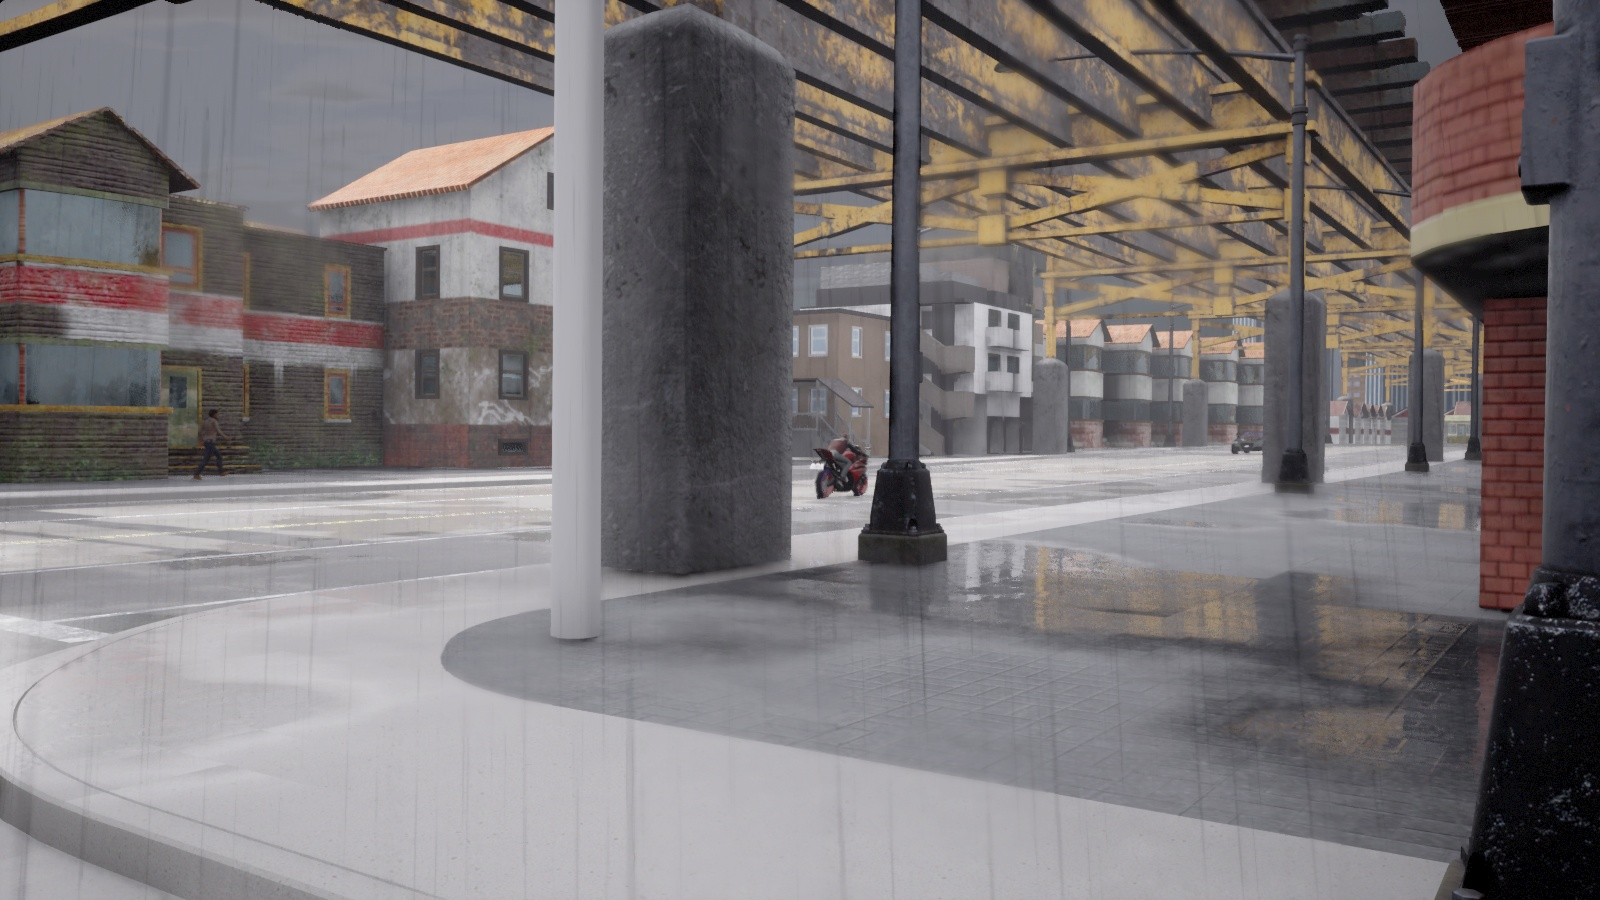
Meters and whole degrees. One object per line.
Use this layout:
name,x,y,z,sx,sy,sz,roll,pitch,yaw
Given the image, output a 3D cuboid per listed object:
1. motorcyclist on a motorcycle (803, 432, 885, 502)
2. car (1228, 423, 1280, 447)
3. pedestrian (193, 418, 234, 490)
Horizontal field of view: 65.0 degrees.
motorcyclist on a motorcycle,1.031,0.360,29.032,0.866,1.530,2.191,0,1,33
car,27.239,-0.917,75.259,1.994,1.385,4.181,0,2,33
pedestrian,-14.940,0.094,31.990,0.328,1.805,0.869,0,1,38
